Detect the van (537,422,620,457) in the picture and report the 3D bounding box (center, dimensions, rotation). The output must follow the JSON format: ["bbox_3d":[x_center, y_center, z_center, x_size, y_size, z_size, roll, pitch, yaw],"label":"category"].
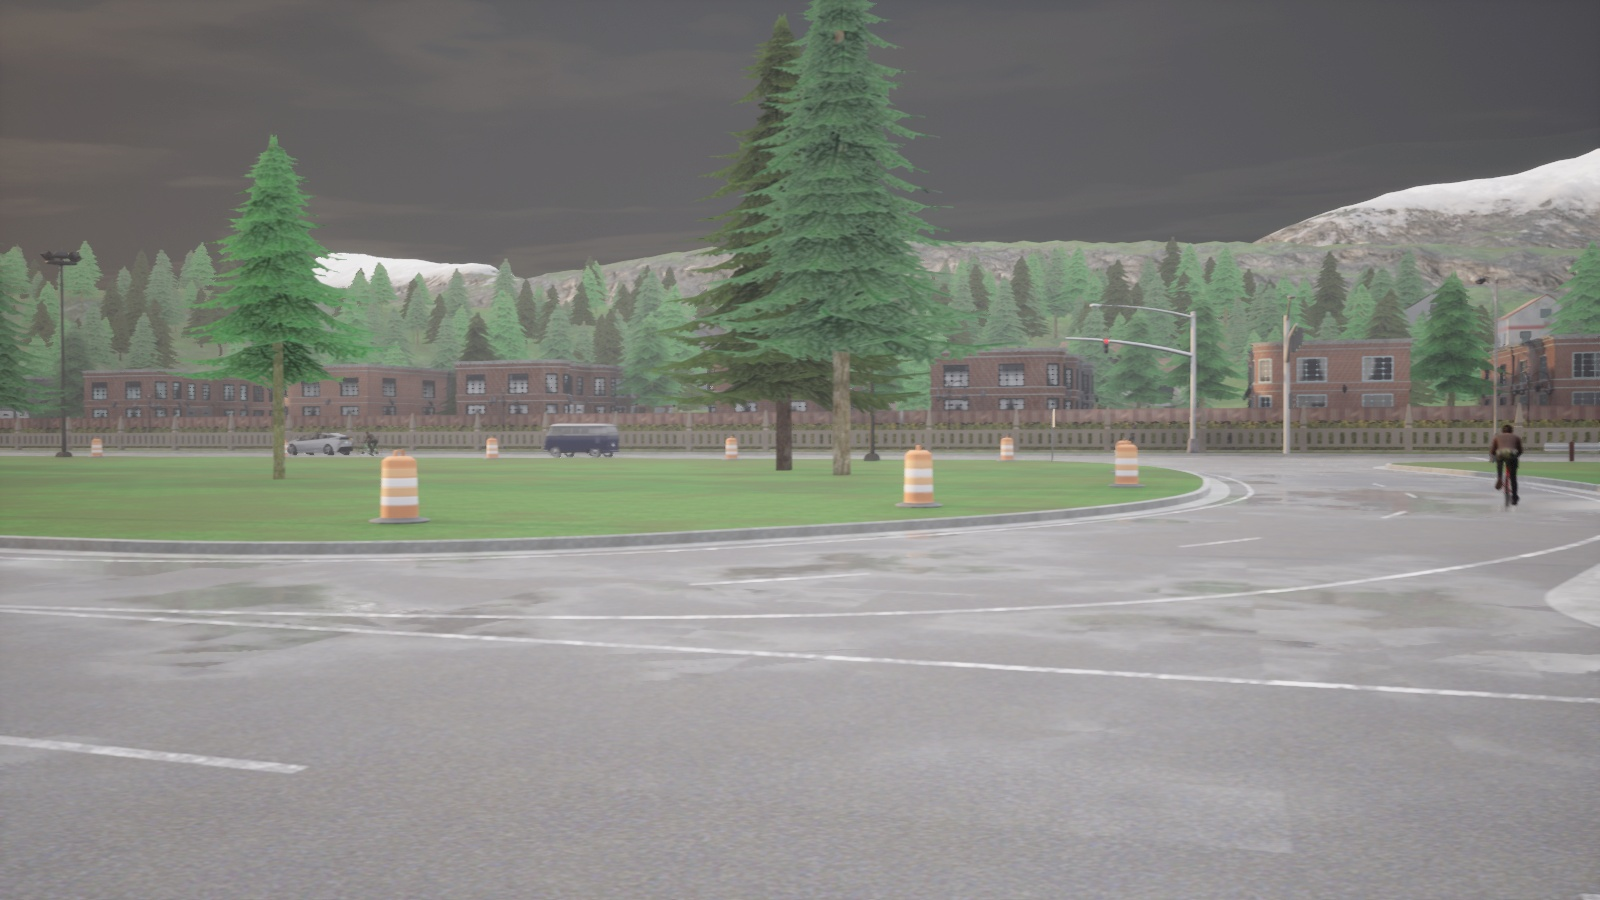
[{"bbox_3d":[-12.772,-0.630,72.481,4.442,1.987,1.775,1,1,20],"label":"van"}]

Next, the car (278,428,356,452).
[{"bbox_3d":[-31.702,-0.667,82.494,4.514,1.525,2.007,1,1,18],"label":"car"}]

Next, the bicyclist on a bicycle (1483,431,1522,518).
[{"bbox_3d":[13.437,0.445,24.004,0.582,1.620,1.656,0,1,31],"label":"bicyclist on a bicycle"}]
